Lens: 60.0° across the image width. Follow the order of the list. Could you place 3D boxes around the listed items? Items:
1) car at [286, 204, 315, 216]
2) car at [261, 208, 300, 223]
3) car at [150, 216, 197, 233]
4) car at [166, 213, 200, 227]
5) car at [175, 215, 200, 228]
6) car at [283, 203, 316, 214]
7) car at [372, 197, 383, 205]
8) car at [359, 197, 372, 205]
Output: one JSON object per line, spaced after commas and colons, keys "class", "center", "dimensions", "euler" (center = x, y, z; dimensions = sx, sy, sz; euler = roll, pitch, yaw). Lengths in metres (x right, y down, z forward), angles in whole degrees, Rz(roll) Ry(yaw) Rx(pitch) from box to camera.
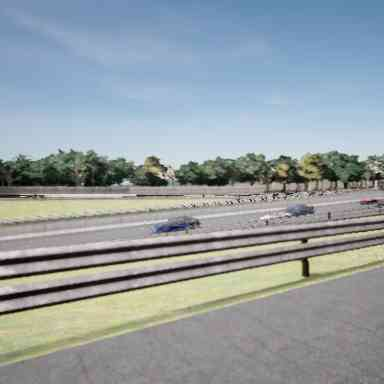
{"class": "car", "center": [17.195, 2.934, 51.876], "dimensions": [4.181, 1.385, 1.994], "euler": [-4, 2, -28]}
{"class": "car", "center": [11.784, 3.432, 45.074], "dimensions": [4.718, 1.301, 1.895], "euler": [-4, 2, -28]}
{"class": "car", "center": [-2.362, 4.092, 37.628], "dimensions": [5.008, 1.535, 1.882], "euler": [-4, 2, -28]}
{"class": "car", "center": [-1.202, 3.900, 46.149], "dimensions": [4.181, 1.385, 1.994], "euler": [-4, 2, -28]}
{"class": "car", "center": [-1.310, 4.052, 42.138], "dimensions": [4.718, 1.301, 1.895], "euler": [-4, 2, -28]}
{"class": "car", "center": [18.209, 2.725, 56.366], "dimensions": [5.357, 1.411, 2.033], "euler": [-4, 2, -28]}
{"class": "car", "center": [36.630, 1.665, 62.105], "dimensions": [4.902, 1.511, 2.128], "euler": [-4, 2, -28]}
{"class": "car", "center": [35.017, 1.712, 65.212], "dimensions": [4.718, 1.301, 1.895], "euler": [-4, 2, -28]}
